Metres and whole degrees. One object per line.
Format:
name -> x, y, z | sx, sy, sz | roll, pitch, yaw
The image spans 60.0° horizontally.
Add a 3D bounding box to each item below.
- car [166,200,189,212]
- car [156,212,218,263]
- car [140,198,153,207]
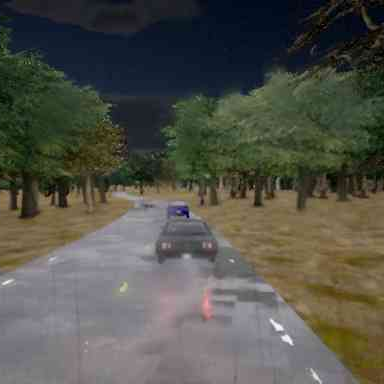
car -> -1.308, 1.488, 29.851 | 1.882, 1.535, 5.008 | 0, 0, -5
car -> -0.214, 1.610, 12.013 | 1.895, 1.301, 4.718 | 0, 0, -2
car -> -6.881, 1.614, 50.647 | 1.895, 1.301, 4.718 | 0, 0, -8
